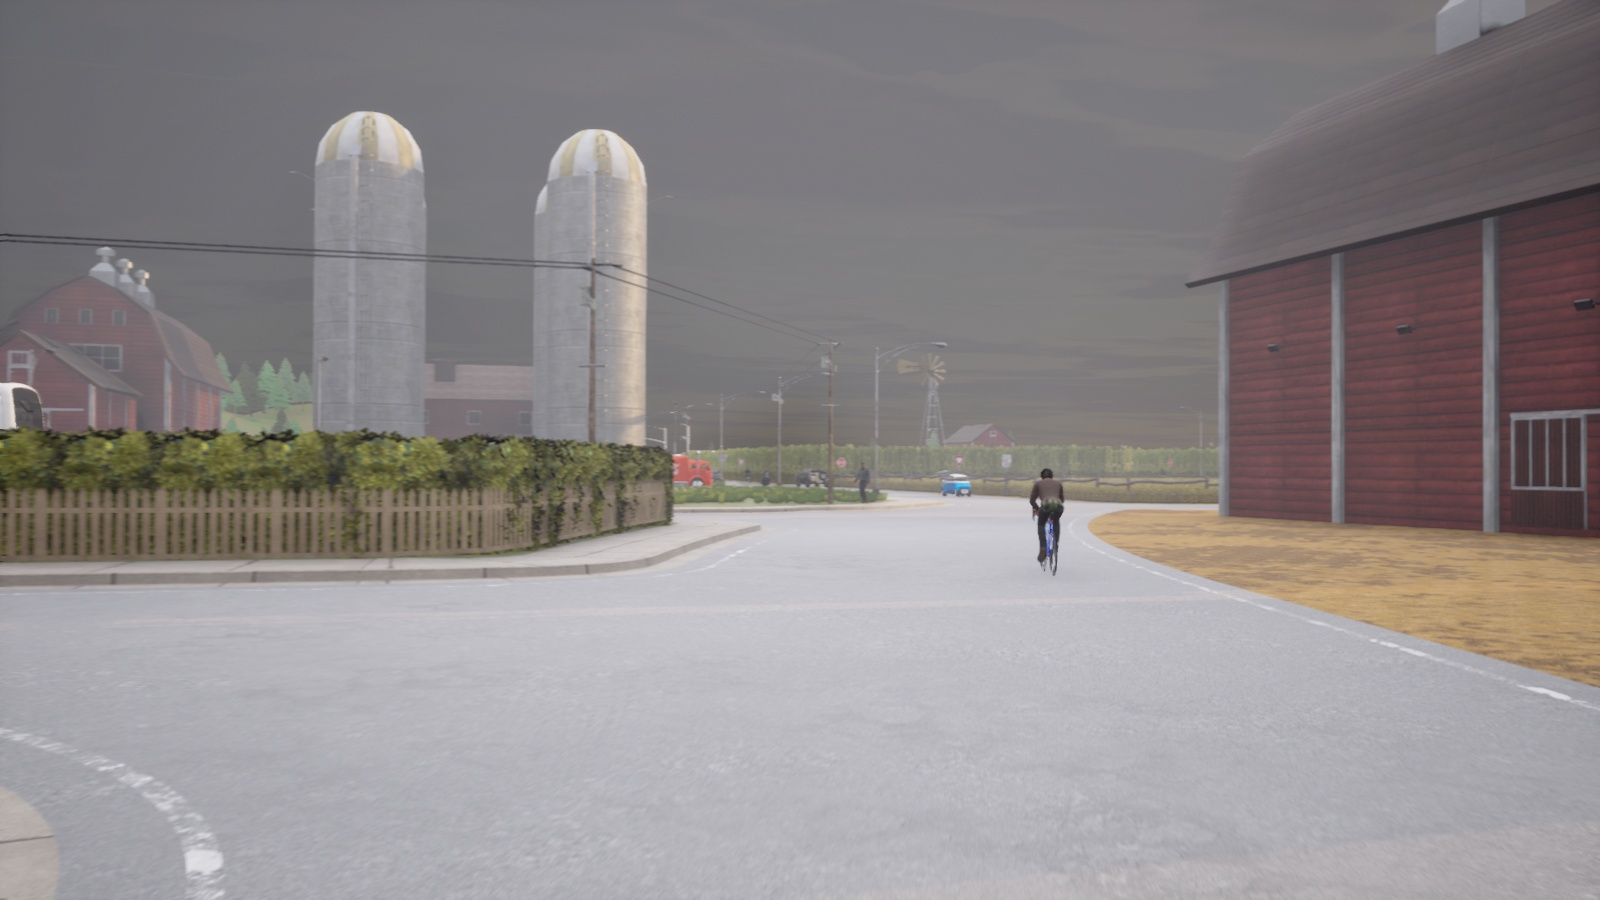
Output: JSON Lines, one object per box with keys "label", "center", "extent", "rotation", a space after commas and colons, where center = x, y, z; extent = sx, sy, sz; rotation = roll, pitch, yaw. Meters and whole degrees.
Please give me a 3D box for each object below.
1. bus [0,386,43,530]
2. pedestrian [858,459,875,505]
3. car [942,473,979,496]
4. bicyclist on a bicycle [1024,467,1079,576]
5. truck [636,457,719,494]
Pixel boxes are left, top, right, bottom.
{"label": "bus", "center": [-29.168, 0.253, 37.734], "extent": [10.273, 4.253, 3.944], "rotation": [0, -1, -16]}
{"label": "pedestrian", "center": [2.865, 1.366, 54.036], "extent": [0.423, 1.949, 0.788], "rotation": [-1, -1, 33]}
{"label": "car", "center": [9.697, 2.088, 76.035], "extent": [1.481, 1.376, 2.207], "rotation": [0, -1, -16]}
{"label": "bicyclist on a bicycle", "center": [3.892, 1.086, 19.517], "extent": [0.582, 1.620, 1.656], "rotation": [0, -1, 3]}
{"label": "truck", "center": [-8.369, 1.720, 85.305], "extent": [5.204, 2.467, 2.627], "rotation": [0, -1, -16]}
